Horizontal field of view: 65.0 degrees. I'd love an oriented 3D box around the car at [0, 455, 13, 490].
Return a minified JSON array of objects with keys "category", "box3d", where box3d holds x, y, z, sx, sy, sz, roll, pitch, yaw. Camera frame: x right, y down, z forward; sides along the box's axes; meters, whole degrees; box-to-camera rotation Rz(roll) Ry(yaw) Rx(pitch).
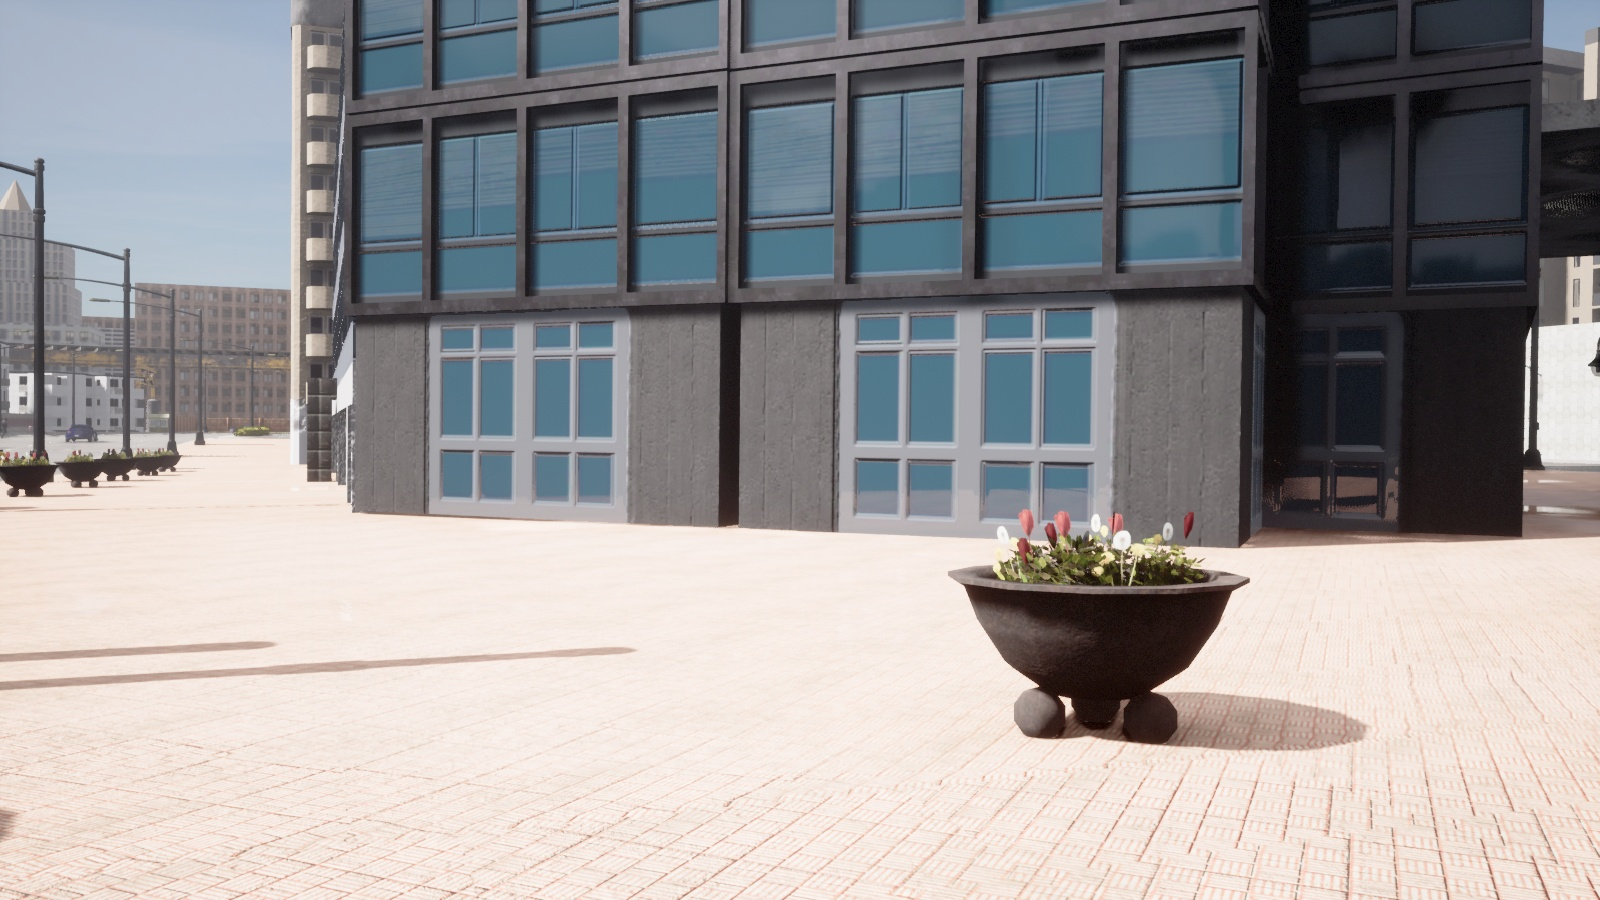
[{"category":"car","box3d":[-37.556,1.056,57.318,1.801,1.575,5.366,-1,1,-21]}]
